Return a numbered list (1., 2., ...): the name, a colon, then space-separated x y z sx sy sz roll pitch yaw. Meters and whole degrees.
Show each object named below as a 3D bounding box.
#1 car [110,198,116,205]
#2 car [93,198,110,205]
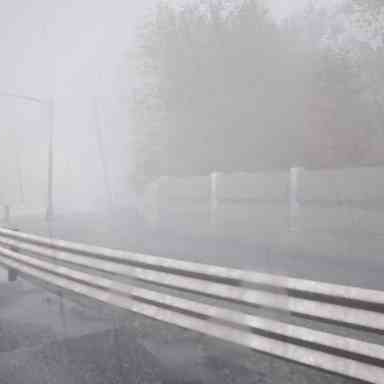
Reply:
1. car: -19.095 2.230 78.040 1.882 1.535 5.008 1 -1 -1
2. car: -18.881 1.976 68.143 1.837 1.490 4.892 1 -1 -1
